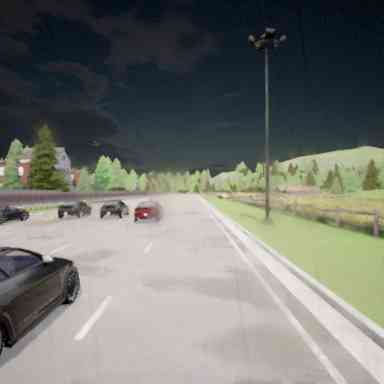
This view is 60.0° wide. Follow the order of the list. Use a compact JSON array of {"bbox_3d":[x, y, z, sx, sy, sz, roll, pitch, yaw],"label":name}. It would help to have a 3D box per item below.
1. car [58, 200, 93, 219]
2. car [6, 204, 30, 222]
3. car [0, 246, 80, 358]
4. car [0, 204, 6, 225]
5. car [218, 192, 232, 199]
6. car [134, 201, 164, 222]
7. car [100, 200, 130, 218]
[{"bbox_3d":[-10.317,1.511,29.620,1.837,1.490,4.892,0,0,0],"label":"car"},{"bbox_3d":[-13.837,1.585,24.043,2.033,1.411,5.357,0,0,0],"label":"car"},{"bbox_3d":[-3.398,1.574,5.473,1.994,1.385,4.181,0,0,0],"label":"car"},{"bbox_3d":[-6.894,1.248,7.484,2.150,2.045,5.566,0,0,0],"label":"car"},{"bbox_3d":[9.211,0.991,92.279,3.866,1.878,1.905,0,0,0],"label":"car"},{"bbox_3d":[-3.329,1.449,26.341,1.882,1.535,5.008,0,0,0],"label":"car"},{"bbox_3d":[-6.818,1.491,29.659,1.837,1.490,4.892,0,0,0],"label":"car"}]
